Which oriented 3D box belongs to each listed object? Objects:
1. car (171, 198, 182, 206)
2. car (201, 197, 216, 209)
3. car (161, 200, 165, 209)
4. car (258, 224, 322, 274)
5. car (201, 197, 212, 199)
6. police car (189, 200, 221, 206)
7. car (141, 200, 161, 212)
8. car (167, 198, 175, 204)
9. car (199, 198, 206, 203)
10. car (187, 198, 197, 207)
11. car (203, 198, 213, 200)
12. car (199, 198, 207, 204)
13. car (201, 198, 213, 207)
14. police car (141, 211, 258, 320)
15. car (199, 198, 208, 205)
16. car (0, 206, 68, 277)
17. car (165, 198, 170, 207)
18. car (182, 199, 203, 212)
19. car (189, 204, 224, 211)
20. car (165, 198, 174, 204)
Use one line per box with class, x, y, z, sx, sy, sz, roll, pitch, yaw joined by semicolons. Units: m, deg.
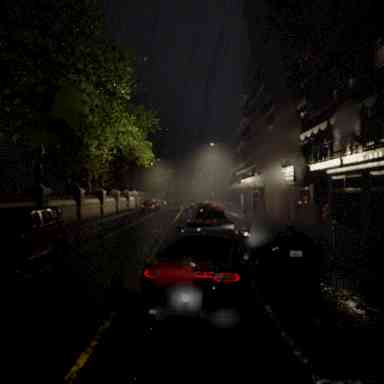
car;-2.959;2.217;71.184;1.895;1.301;4.718;0;-1;0
car;2.721;1.787;55.725;2.192;1.841;5.009;0;-1;0
car;-5.662;1.867;50.097;1.967;1.590;4.097;0;-1;0
car;2.699;1.650;10.684;1.947;1.339;4.313;0;0;0
car;2.719;1.861;50.094;1.967;1.590;4.097;0;-1;0
police car;0.916;1.616;23.556;1.930;1.638;5.238;0;0;0
car;-5.665;1.817;44.469;1.967;1.590;4.097;0;-1;0
car;-5.641;2.317;89.338;1.752;1.417;4.829;0;-1;0
car;2.739;2.315;89.675;1.752;1.417;4.829;0;-1;0
car;0.037;2.017;63.063;1.882;1.535;5.008;0;-1;0
car;2.716;1.915;44.464;1.887;1.381;4.507;0;-1;0
car;2.737;2.298;83.874;1.947;1.339;4.313;0;-1;0
car;2.725;1.962;61.355;1.967;1.590;4.097;0;-1;0
police car;0.451;1.488;7.744;1.930;1.638;5.238;0;0;12
car;2.733;2.119;78.244;1.967;1.590;4.097;0;-1;0
car;-5.681;1.405;10.690;2.192;1.841;5.009;0;0;0
car;-5.655;2.079;61.357;2.008;1.369;4.403;0;-1;0
car;0.048;1.919;44.398;2.033;1.411;5.357;0;-1;0
car;0.913;1.618;17.445;1.882;1.535;5.008;0;0;0
car;-5.643;2.289;83.877;2.008;1.369;4.403;0;-1;0
